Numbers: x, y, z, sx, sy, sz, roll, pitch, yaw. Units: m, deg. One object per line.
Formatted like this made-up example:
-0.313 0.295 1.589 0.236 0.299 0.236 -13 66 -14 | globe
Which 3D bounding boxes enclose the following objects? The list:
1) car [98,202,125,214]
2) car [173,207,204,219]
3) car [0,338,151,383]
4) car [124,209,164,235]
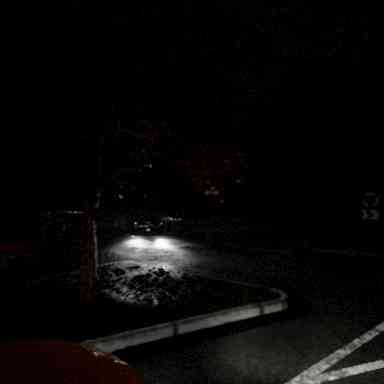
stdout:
-11.255 2.044 42.466 5.357 1.411 2.033 2 -2 0 | car
-0.482 2.424 39.485 1.994 1.385 4.181 1 -2 40 | car
-2.399 1.467 1.194 5.008 1.535 1.882 0 0 -36 | car
-3.002 1.856 20.899 1.895 1.301 4.718 3 -2 -15 | car
